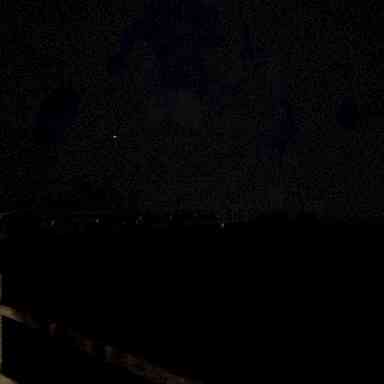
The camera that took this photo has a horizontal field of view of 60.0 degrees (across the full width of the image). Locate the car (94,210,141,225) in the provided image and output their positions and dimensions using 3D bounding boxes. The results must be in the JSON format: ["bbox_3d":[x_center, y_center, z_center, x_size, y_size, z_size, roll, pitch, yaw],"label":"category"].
[{"bbox_3d":[-6.993,2.416,31.631,2.128,1.511,4.902,0,-2,35],"label":"car"}]

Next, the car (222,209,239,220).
[{"bbox_3d":[5.046,3.284,48.403,1.837,1.490,4.892,0,-3,36],"label":"car"}]

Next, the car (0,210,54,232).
[{"bbox_3d":[-12.414,2.056,23.955,1.837,1.490,4.892,0,-2,34],"label":"car"}]

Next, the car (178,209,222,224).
[{"bbox_3d":[0.983,2.665,37.721,2.097,1.767,4.553,0,-2,36],"label":"car"}]

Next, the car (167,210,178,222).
[{"bbox_3d":[-1.036,2.834,39.953,2.128,1.511,4.902,0,-2,36],"label":"car"}]
